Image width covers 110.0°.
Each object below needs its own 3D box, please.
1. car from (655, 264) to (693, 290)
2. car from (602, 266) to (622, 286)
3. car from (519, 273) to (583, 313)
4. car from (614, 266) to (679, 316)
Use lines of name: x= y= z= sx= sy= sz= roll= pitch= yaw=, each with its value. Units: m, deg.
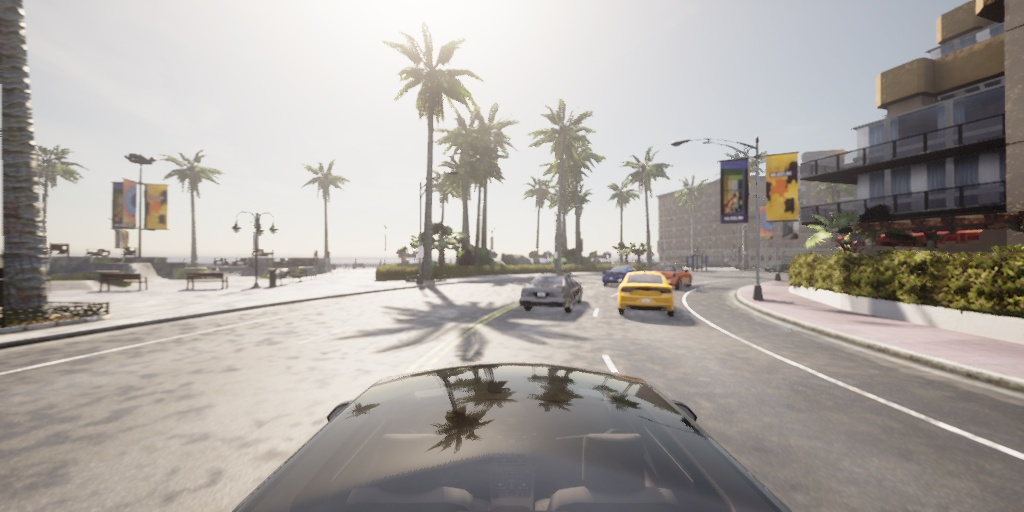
car: x=11.289 y=1.357 z=25.552 sx=2.097 sy=1.767 sz=4.553 roll=0 pitch=-1 yaw=38
car: x=8.787 y=1.501 z=27.996 sx=1.882 sy=1.535 sz=5.008 roll=0 pitch=0 yaw=39
car: x=1.788 y=1.428 z=14.987 sx=2.033 sy=1.411 sz=5.357 roll=0 pitch=-1 yaw=18
car: x=5.309 y=1.363 z=14.390 sx=1.882 sy=1.535 sz=5.008 roll=0 pitch=0 yaw=19
